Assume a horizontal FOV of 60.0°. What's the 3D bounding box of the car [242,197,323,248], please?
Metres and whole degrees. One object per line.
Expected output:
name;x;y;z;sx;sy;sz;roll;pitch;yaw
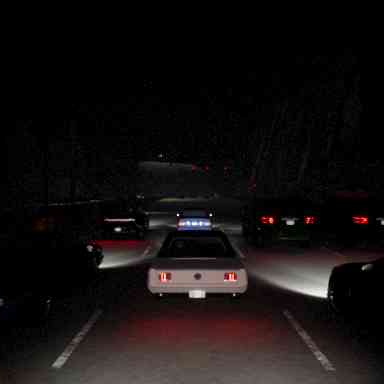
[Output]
car;3.616;1.221;14.869;2.150;2.045;5.566;0;0;0

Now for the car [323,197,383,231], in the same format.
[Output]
car;7.115;1.221;14.902;2.150;2.045;5.566;0;0;0

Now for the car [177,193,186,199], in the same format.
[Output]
car;-3.110;1.170;93.230;1.882;1.535;5.008;0;1;1

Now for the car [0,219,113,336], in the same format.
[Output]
car;-3.391;1.547;6.953;2.033;1.411;5.357;0;0;0

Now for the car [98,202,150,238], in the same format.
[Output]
car;-3.372;1.491;17.529;2.128;1.511;4.902;0;0;0

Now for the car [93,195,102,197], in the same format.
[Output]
car;-24.194;1.370;84.438;1.994;1.385;4.181;0;1;1

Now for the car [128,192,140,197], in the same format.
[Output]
car;-13.787;1.137;74.707;2.150;2.045;5.566;0;0;1

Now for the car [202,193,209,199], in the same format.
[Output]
car;3.890;1.217;93.169;2.128;1.511;4.902;0;1;1

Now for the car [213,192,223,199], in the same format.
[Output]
car;7.390;0.917;93.163;2.150;2.045;5.566;0;1;1

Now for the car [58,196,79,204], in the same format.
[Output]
car;-24.379;1.436;64.684;1.882;1.535;5.008;0;0;0

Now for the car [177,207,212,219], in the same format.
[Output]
car;0.128;1.547;18.219;2.033;1.411;5.357;0;0;0

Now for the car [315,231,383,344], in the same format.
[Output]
car;3.605;1.564;4.815;1.994;1.385;4.181;0;0;0

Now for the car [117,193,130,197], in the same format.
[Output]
car;-13.880;1.463;64.614;1.837;1.490;4.892;0;0;0

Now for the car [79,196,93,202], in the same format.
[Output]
car;-24.291;1.511;74.366;1.895;1.301;4.718;0;0;1

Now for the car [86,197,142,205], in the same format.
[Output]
car;-8.032;1.551;35.326;5.357;1.411;2.033;0;0;-9

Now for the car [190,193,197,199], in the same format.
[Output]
car;0.394;1.242;93.579;1.994;1.385;4.181;0;1;1

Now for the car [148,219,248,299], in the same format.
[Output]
car;0.111;1.601;8.384;1.895;1.301;4.718;0;0;0

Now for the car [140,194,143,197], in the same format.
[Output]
car;-13.690;1.335;84.887;1.812;1.442;4.674;0;1;1
